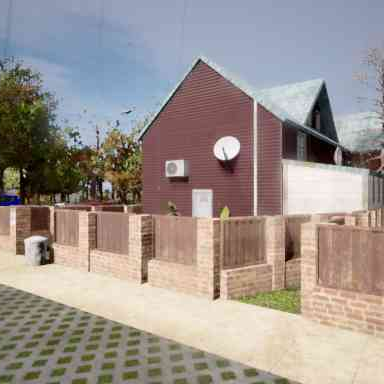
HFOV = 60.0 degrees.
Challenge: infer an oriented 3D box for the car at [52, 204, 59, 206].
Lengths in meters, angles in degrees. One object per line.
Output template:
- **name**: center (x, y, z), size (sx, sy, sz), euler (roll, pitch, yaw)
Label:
- **car**: center (-9.665, 1.586, 26.335), size (1.812, 1.442, 4.674), euler (0, 0, 36)

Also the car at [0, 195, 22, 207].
- **car**: center (-17.062, 1.279, 27.528), size (2.150, 2.045, 5.566), euler (0, 0, 36)

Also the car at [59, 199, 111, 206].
- **car**: center (-6.885, 1.535, 24.654), size (1.882, 1.535, 5.008), euler (0, 0, 36)

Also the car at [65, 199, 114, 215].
- **car**: center (-10.992, 1.570, 36.024), size (1.882, 1.535, 5.008), euler (0, 0, 35)
